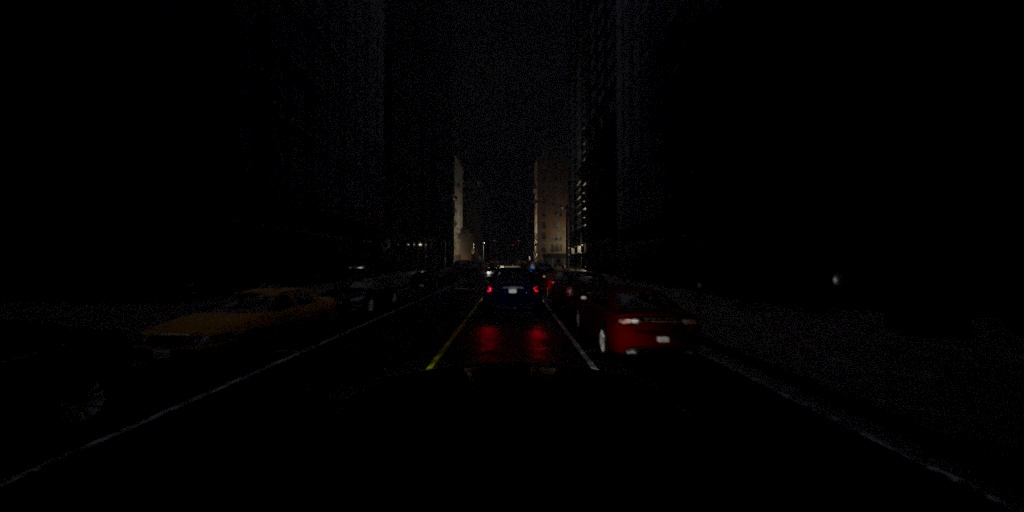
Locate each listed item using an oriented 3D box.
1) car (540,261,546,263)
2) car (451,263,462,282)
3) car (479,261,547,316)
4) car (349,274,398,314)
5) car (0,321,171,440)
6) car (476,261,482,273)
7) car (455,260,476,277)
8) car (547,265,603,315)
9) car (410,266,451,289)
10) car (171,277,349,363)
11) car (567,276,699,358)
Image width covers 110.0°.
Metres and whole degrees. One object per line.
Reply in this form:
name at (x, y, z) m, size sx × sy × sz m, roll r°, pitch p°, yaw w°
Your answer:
car at (2.660, 1.472, 31.059) m, size 1.967 × 1.591 × 4.097 m, roll 0°, pitch 0°, yaw 0°
car at (-5.866, 1.577, 31.064) m, size 1.888 × 1.381 × 4.507 m, roll 0°, pitch 0°, yaw 0°
car at (0.040, 1.221, 14.196) m, size 2.097 × 1.767 × 4.553 m, roll 0°, pitch -1°, yaw 0°
car at (-5.862, 1.420, 14.191) m, size 2.007 × 1.370 × 4.403 m, roll 0°, pitch 0°, yaw 0°
car at (-5.859, 1.327, 2.942) m, size 1.948 × 1.339 × 4.313 m, roll 0°, pitch 0°, yaw 0°
car at (-5.872, 1.800, 53.560) m, size 1.888 × 1.381 × 4.507 m, roll 0°, pitch 0°, yaw 0°
car at (-5.869, 1.457, 42.312) m, size 2.192 × 1.841 × 5.009 m, roll 0°, pitch 0°, yaw 0°
car at (2.664, 1.309, 14.187) m, size 1.967 × 1.591 × 4.097 m, roll 0°, pitch 0°, yaw 0°
car at (-5.865, 1.543, 25.439) m, size 1.948 × 1.339 × 4.313 m, roll 0°, pitch 0°, yaw 0°
car at (-5.860, 1.341, 8.397) m, size 1.751 × 1.417 × 4.829 m, roll 0°, pitch 0°, yaw 0°
car at (2.666, 1.361, 8.562) m, size 1.888 × 1.381 × 4.507 m, roll 0°, pitch 0°, yaw 0°
